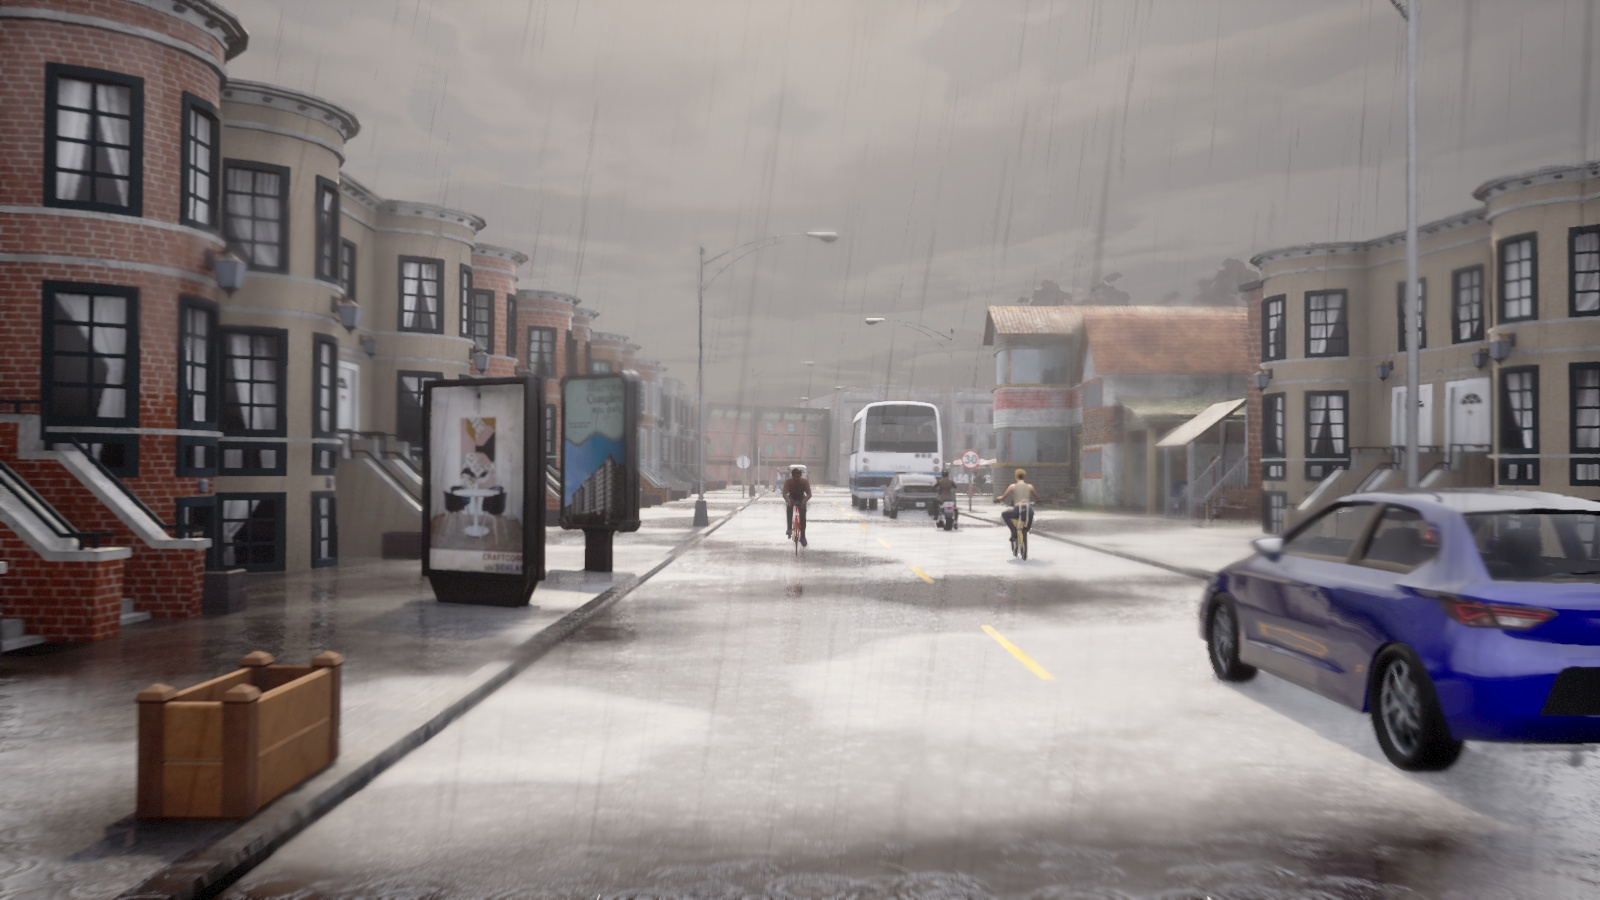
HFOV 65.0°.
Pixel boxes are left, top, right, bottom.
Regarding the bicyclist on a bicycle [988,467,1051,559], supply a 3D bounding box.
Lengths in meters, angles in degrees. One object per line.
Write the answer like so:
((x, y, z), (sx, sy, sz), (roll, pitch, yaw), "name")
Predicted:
((3.942, 1.115, 22.681), (0.866, 1.612, 1.509), (0, -1, 0), "bicyclist on a bicycle")

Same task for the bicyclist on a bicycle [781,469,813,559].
((-0.055, 1.160, 23.411), (0.582, 1.620, 1.656), (0, -1, 0), "bicyclist on a bicycle")

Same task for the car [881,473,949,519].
((3.900, 1.527, 43.218), (1.837, 1.490, 4.892), (0, -1, 0), "car")

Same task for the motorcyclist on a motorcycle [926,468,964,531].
((3.921, 1.321, 34.121), (0.766, 1.649, 2.350), (0, -1, 0), "motorcyclist on a motorcycle")

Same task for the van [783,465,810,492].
((-0.249, 2.166, 97.213), (2.069, 2.038, 4.480), (0, -1, 0), "van")

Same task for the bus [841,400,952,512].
((3.860, 0.315, 53.310), (3.944, 4.253, 10.273), (0, -1, 0), "bus")

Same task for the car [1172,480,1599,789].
((3.981, 0.950, 8.238), (1.816, 1.474, 4.193), (0, -1, 0), "car")
